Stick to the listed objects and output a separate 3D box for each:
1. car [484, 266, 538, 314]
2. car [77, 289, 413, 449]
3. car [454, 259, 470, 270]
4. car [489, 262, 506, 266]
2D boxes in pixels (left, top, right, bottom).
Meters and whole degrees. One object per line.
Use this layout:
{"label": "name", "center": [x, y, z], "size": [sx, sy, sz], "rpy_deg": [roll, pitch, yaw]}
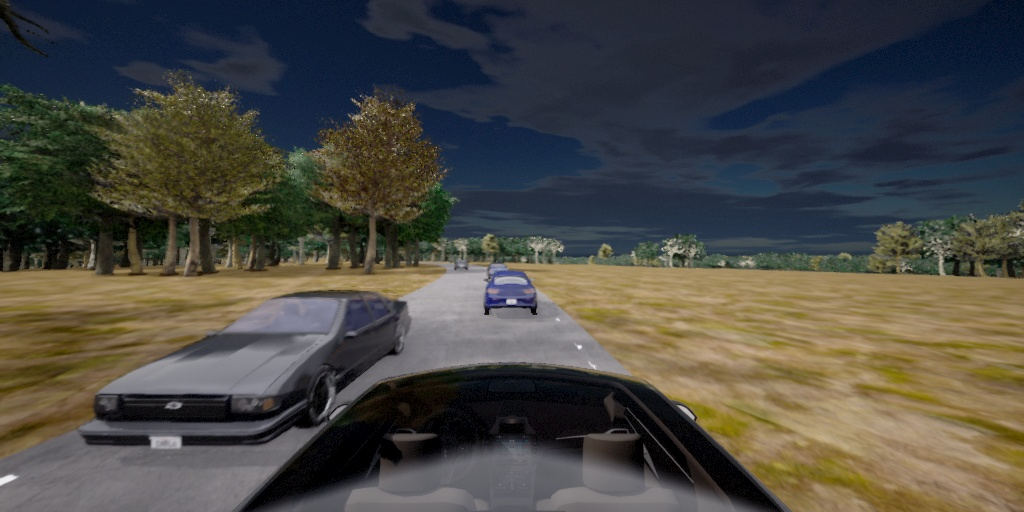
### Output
{"label": "car", "center": [-0.096, 1.266, 13.570], "size": [1.812, 1.442, 4.674], "rpy_deg": [0, 0, -2]}
{"label": "car", "center": [-3.129, 1.287, 5.887], "size": [2.033, 1.411, 5.357], "rpy_deg": [0, 0, 0]}
{"label": "car", "center": [-6.978, 1.206, 49.469], "size": [2.128, 1.511, 4.902], "rpy_deg": [0, 0, -10]}
{"label": "car", "center": [-1.317, 1.275, 31.790], "size": [2.033, 1.411, 5.357], "rpy_deg": [0, 0, -6]}
